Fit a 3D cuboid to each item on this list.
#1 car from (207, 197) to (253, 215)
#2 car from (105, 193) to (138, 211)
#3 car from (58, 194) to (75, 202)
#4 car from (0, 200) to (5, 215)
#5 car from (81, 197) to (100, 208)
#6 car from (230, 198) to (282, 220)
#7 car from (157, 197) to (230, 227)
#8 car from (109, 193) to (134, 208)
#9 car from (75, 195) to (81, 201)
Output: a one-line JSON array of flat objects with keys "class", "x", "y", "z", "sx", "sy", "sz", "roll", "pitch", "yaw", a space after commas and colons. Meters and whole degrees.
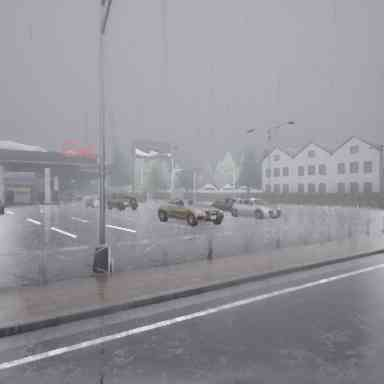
[{"class": "car", "x": 3.685, "y": 1.311, "z": 32.954, "sx": 2.007, "sy": 1.523, "sz": 4.514, "roll": 0, "pitch": 0, "yaw": -36}, {"class": "car", "x": -7.780, "y": 1.110, "z": 37.072, "sx": 1.932, "sy": 1.855, "sz": 4.605, "roll": 0, "pitch": 0, "yaw": -36}, {"class": "car", "x": -28.976, "y": 1.492, "z": 73.382, "sx": 4.611, "sy": 1.667, "sz": 2.242, "roll": 0, "pitch": 0, "yaw": -36}, {"class": "car", "x": -18.333, "y": 1.311, "z": 30.417, "sx": 2.007, "sy": 1.523, "sz": 4.514, "roll": 0, "pitch": 0, "yaw": -36}, {"class": "car", "x": -12.735, "y": 1.374, "z": 43.953, "sx": 1.970, "sy": 1.475, "sz": 3.806, "roll": 0, "pitch": 0, "yaw": -36}, {"class": "car", "x": 4.798, "y": 1.245, "z": 25.089, "sx": 1.970, "sy": 1.475, "sz": 3.806, "roll": 0, "pitch": 0, "yaw": -36}, {"class": "car", "x": -0.238, "y": 1.166, "z": 21.098, "sx": 2.152, "sy": 1.636, "sz": 5.027, "roll": 0, "pitch": 0, "yaw": -36}, {"class": "car", "x": -9.674, "y": 1.090, "z": 45.386, "sx": 1.905, "sy": 1.878, "sz": 3.866, "roll": 0, "pitch": 0, "yaw": -36}, {"class": "car", "x": -28.733, "y": 1.325, "z": 80.510, "sx": 3.866, "sy": 1.878, "sz": 1.905, "roll": 0, "pitch": 0, "yaw": -36}]
